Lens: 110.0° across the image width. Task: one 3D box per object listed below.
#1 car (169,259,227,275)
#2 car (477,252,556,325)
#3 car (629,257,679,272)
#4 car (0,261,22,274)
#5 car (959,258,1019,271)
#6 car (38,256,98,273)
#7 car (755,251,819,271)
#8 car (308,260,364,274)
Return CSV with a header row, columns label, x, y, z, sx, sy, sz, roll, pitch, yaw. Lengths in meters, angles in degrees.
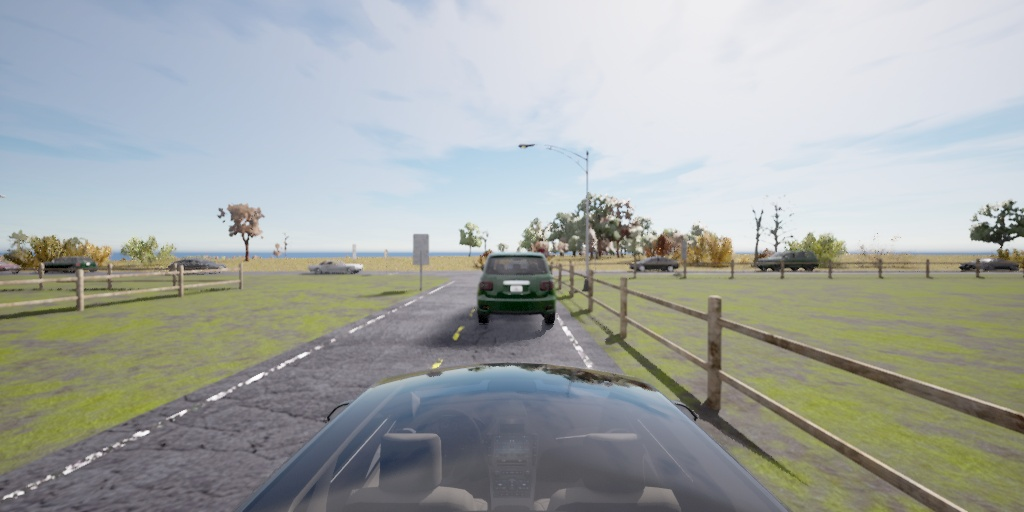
label,x,y,z,sx,sy,sz,roll,pitch,yaw
car,-30.454,1.024,34.893,4.892,1.490,1.837,0,1,1
car,0.138,0.878,11.622,2.150,2.045,5.566,0,1,1
car,14.705,0.871,37.288,4.892,1.490,1.837,0,1,1
car,-51.309,1.113,35.245,4.674,1.442,1.812,0,1,1
car,48.808,0.888,36.775,4.181,1.385,1.994,0,1,1
car,-47.001,0.894,37.995,4.553,1.767,2.097,0,1,1
car,28.387,0.552,37.116,5.566,2.045,2.150,-1,1,1
car,-16.956,1.081,34.725,4.718,1.301,1.895,0,1,1
